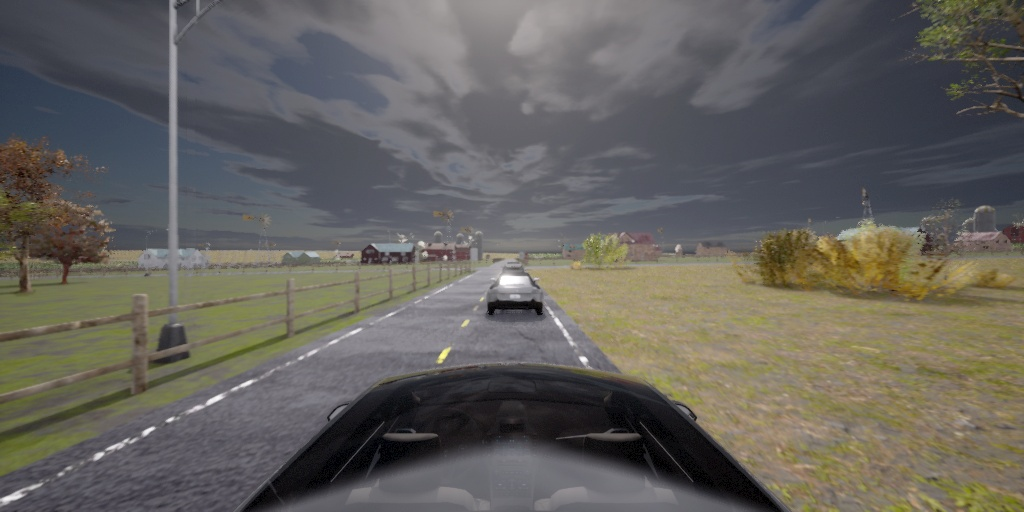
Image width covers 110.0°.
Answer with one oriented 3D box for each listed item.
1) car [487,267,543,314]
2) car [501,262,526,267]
[{"bbox_3d":[0.106,1.305,13.826,1.994,1.385,4.181,0,0,0],"label":"car"},{"bbox_3d":[0.111,1.244,30.225,1.837,1.490,4.892,0,0,0],"label":"car"}]
